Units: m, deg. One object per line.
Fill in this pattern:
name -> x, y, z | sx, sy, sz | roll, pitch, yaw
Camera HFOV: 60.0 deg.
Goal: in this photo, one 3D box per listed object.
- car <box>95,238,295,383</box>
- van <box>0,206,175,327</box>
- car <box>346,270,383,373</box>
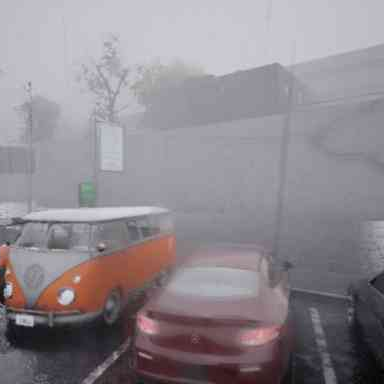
car -> 0.632, 1.555, 5.340 | 2.002, 1.452, 4.674 | -1, -1, 15
van -> -1.815, 1.315, 6.962 | 1.878, 1.987, 4.442 | 0, -1, 15
car -> 3.070, 1.517, 3.640 | 2.163, 1.488, 4.792 | -1, -1, 15
